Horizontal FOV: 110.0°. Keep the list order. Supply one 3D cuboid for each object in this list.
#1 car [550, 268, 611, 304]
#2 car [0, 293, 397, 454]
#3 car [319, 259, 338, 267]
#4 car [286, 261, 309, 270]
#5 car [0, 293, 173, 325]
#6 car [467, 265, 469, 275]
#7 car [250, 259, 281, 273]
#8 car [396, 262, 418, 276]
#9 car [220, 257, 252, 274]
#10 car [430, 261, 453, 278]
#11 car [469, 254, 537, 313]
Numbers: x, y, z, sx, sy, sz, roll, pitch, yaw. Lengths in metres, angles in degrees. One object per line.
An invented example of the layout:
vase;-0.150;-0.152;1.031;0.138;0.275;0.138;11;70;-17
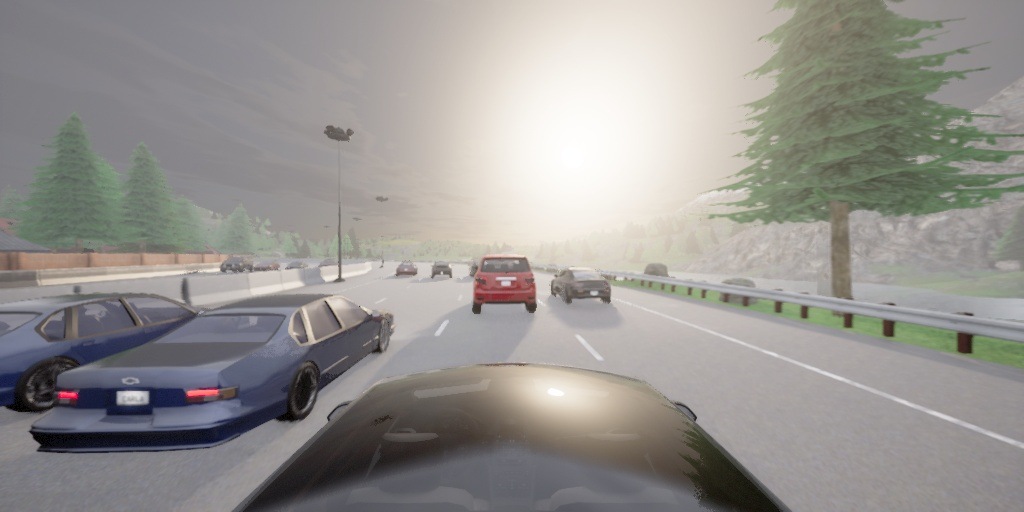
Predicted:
car;2.931;1.229;15.906;1.812;1.442;4.674;0;0;-5
car;-3.477;1.314;5.731;2.033;1.411;5.357;0;0;-2
car;-25.542;1.186;50.218;2.097;1.767;4.553;0;0;-18
car;-28.377;1.363;47.583;1.837;1.490;4.892;0;0;-17
car;-6.982;1.337;6.020;2.033;1.411;5.357;0;0;-2
car;-3.091;1.217;34.010;1.837;1.490;4.892;0;0;-11
car;-31.757;1.360;46.680;1.882;1.535;5.008;0;0;-17
car;-10.975;1.322;37.611;1.994;1.385;4.181;0;0;-13
car;-35.233;1.120;46.174;2.150;2.045;5.566;0;0;-17
car;-6.686;1.242;34.177;1.837;1.490;4.892;0;0;-11
car;-0.389;0.953;14.072;2.150;2.045;5.566;0;0;-4
